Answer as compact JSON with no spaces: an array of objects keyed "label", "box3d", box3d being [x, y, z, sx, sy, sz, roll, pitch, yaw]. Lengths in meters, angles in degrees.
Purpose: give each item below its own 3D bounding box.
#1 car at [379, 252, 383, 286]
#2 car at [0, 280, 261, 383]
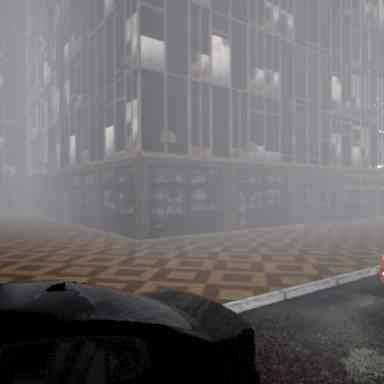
[{"label":"car","box3d":[6.493,1.428,8.007,4.553,1.767,2.097,1,0,-35]},{"label":"car","box3d":[-1.733,1.475,2.132,5.008,1.535,1.882,1,0,-36]}]
